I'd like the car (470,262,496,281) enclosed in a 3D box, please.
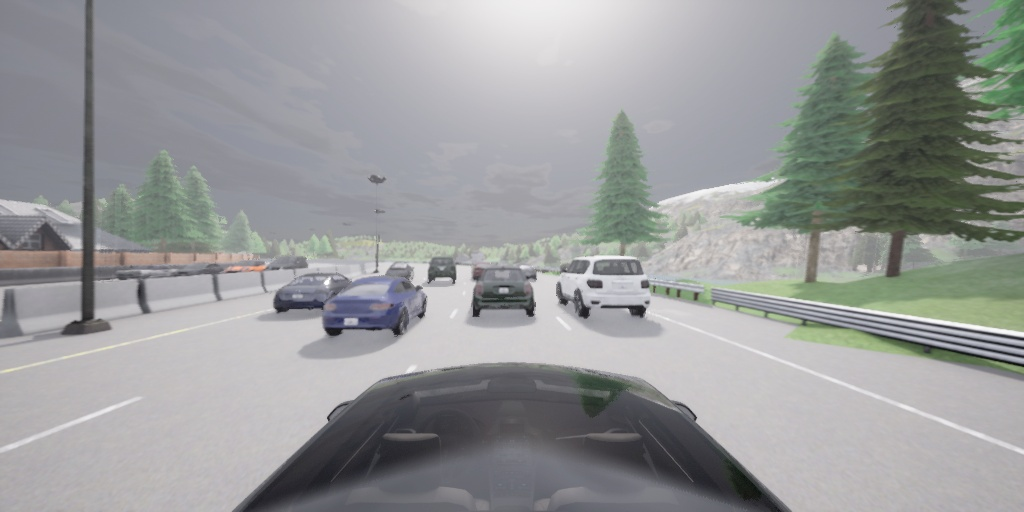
[{"bbox_3d":[-2.765,1.337,33.226,1.882,1.535,5.008,0,0,-10],"label":"car"}]

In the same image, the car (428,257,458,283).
[{"bbox_3d":[-5.598,1.063,29.148,2.150,2.045,5.566,0,0,-9],"label":"car"}]

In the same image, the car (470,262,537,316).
[{"bbox_3d":[-0.390,1.144,13.760,2.097,1.767,4.553,0,0,-3],"label":"car"}]

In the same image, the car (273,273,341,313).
[{"bbox_3d":[-7.425,1.348,14.217,1.994,1.385,4.181,0,0,-4],"label":"car"}]

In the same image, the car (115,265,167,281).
[{"bbox_3d":[-30.946,1.407,30.705,1.895,1.301,4.718,0,0,-11],"label":"car"}]

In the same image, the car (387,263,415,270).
[{"bbox_3d":[-9.333,1.331,30.187,2.128,1.511,4.902,0,0,-9],"label":"car"}]

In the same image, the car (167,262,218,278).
[{"bbox_3d":[-27.666,1.322,31.996,1.837,1.490,4.892,0,-1,-12],"label":"car"}]

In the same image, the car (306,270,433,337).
[{"bbox_3d":[-3.696,1.301,10.313,1.812,1.442,4.674,0,0,-3],"label":"car"}]

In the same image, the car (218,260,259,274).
[{"bbox_3d":[-24.331,1.177,33.095,2.097,1.767,4.553,0,0,-12],"label":"car"}]

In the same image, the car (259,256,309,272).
[{"bbox_3d":[-20.779,1.050,33.339,2.150,2.045,5.566,0,0,-12],"label":"car"}]

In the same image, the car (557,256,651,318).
[{"bbox_3d":[3.169,1.020,13.465,2.150,2.045,5.566,0,0,-3],"label":"car"}]
